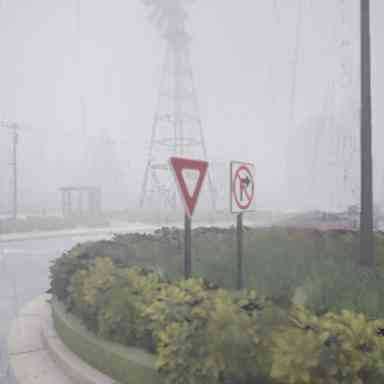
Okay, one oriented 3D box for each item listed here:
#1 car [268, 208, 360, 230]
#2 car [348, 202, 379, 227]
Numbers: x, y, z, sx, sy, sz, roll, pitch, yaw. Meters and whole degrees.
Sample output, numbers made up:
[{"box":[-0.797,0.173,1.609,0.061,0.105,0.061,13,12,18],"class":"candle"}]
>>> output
[{"box":[5.669,1.595,15.774,4.181,1.385,1.994,0,0,22],"class":"car"},{"box":[9.860,1.544,19.731,1.784,1.438,3.905,-1,0,35],"class":"car"}]
